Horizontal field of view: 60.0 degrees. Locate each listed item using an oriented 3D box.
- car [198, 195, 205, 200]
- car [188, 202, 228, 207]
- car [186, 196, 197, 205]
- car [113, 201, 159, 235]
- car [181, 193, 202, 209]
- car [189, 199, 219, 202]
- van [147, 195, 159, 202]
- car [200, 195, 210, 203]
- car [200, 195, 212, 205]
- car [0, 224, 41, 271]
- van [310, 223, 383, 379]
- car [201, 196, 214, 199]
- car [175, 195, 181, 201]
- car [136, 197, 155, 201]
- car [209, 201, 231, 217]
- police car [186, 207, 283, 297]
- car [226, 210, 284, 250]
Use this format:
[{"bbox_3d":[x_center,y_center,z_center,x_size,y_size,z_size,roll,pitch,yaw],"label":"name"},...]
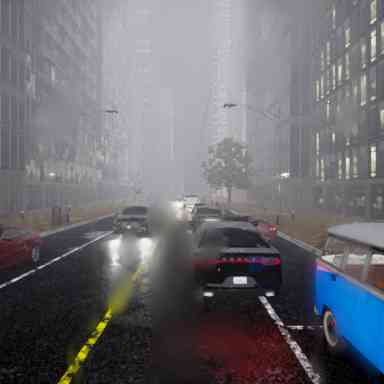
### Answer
[{"bbox_3d":[2.515,1.465,88.980,1.887,1.381,4.507,0,0,0],"label":"car"},{"bbox_3d":[0.862,1.505,18.608,1.837,1.490,4.892,0,0,0],"label":"car"},{"bbox_3d":[-0.120,1.498,60.184,1.812,1.442,4.674,0,0,0],"label":"car"},{"bbox_3d":[-3.139,1.505,18.940,1.837,1.490,4.892,0,0,0],"label":"car"},{"bbox_3d":[-0.084,1.214,45.806,2.150,2.045,5.566,0,0,0],"label":"car"},{"bbox_3d":[0.851,1.505,24.609,1.837,1.490,4.892,0,0,0],"label":"car"},{"bbox_3d":[-5.787,1.330,49.119,1.690,1.788,3.998,0,0,0],"label":"van"},{"bbox_3d":[2.560,1.403,66.209,1.967,1.590,4.097,0,0,0],"label":"car"},{"bbox_3d":[2.571,1.412,60.517,1.967,1.590,4.097,0,0,0],"label":"car"},{"bbox_3d":[-5.709,1.582,9.271,1.802,1.307,4.206,0,0,0],"label":"car"},{"bbox_3d":[2.683,1.341,3.593,1.690,1.788,3.998,0,0,0],"label":"van"},{"bbox_3d":[2.605,1.545,43.440,2.008,1.369,4.403,0,0,0],"label":"car"},{"bbox_3d":[-3.167,1.478,83.925,2.033,1.411,5.357,0,0,0],"label":"car"},{"bbox_3d":[-5.765,1.549,37.734,2.008,1.369,4.403,0,0,0],"label":"car"},{"bbox_3d":[2.627,1.582,32.055,1.802,1.307,4.206,0,0,0],"label":"car"},{"bbox_3d":[0.883,1.425,8.718,1.930,1.638,5.238,0,0,0],"label":"police car"},{"bbox_3d":[2.661,1.582,14.977,1.802,1.307,4.206,0,0,0],"label":"car"}]
